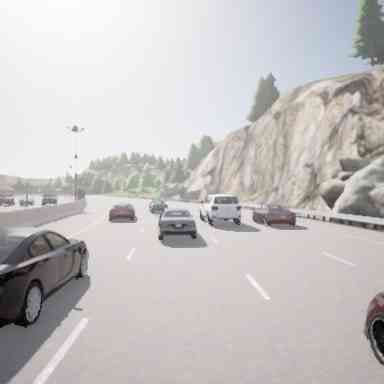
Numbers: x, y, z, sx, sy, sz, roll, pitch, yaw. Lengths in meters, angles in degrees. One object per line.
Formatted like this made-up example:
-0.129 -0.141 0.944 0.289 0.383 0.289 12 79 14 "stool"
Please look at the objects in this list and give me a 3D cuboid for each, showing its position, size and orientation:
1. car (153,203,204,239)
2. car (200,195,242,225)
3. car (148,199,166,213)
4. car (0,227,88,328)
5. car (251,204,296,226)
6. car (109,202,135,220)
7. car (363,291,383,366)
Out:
-0.844 1.529 17.234 2.033 1.411 5.357 0 0 -6 "car"
1.914 1.190 23.751 2.150 2.045 5.566 0 0 -7 "car"
-3.695 1.513 36.202 2.033 1.411 5.357 0 0 -12 "car"
-3.658 1.477 7.011 1.882 1.535 5.008 0 0 -2 "car"
5.517 1.526 22.883 1.994 1.385 4.181 0 0 -7 "car"
-5.733 1.543 27.573 1.994 1.385 4.181 0 0 -9 "car"
3.458 1.554 3.035 1.994 1.385 4.181 0 0 -1 "car"
